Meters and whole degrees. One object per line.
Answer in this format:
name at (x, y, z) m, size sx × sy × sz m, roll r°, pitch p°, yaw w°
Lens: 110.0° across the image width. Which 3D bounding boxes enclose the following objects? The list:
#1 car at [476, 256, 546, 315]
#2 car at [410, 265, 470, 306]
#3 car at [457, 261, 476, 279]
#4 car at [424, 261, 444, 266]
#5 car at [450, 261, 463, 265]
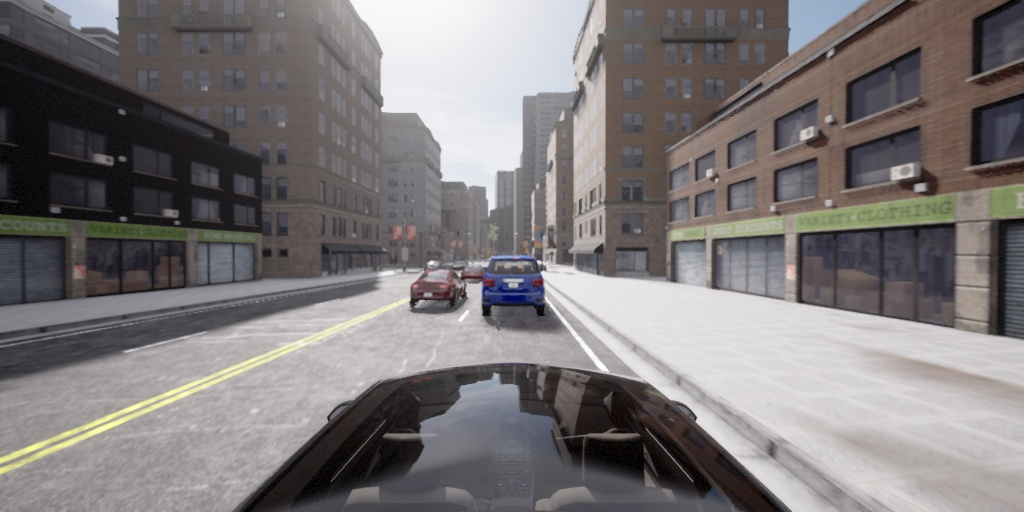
car at (0.065, 1.009, 13.903) m, size 2.150 × 2.045 × 5.566 m, roll 0°, pitch 0°, yaw 0°
car at (-3.176, 1.318, 15.925) m, size 1.812 × 1.442 × 4.674 m, roll 0°, pitch 0°, yaw 0°
car at (-3.178, 1.387, 30.602) m, size 1.994 × 1.385 × 4.181 m, roll 0°, pitch 0°, yaw 0°
car at (-9.823, 1.343, 45.280) m, size 2.128 × 1.511 × 4.902 m, roll 0°, pitch 0°, yaw 0°
car at (-6.573, 1.356, 45.340) m, size 1.837 × 1.490 × 4.892 m, roll 0°, pitch -1°, yaw 0°
